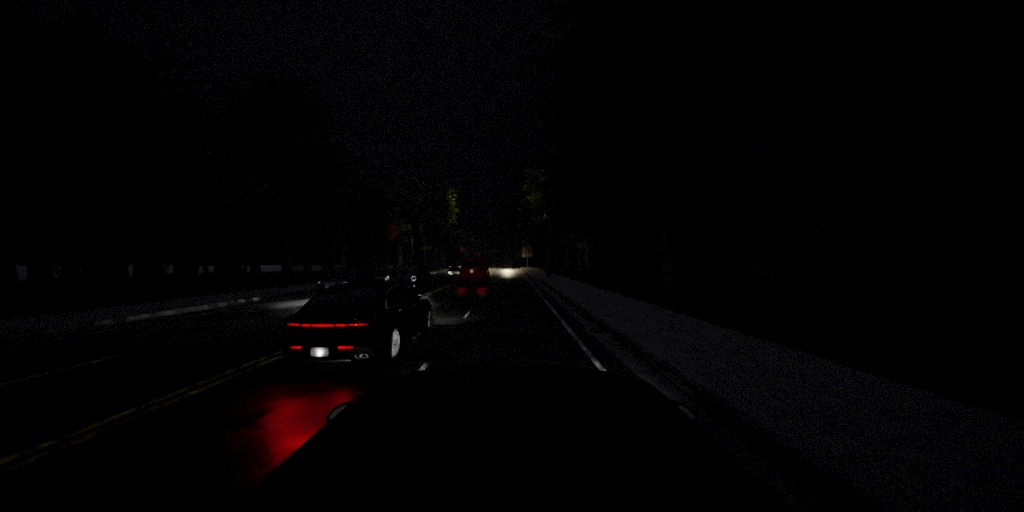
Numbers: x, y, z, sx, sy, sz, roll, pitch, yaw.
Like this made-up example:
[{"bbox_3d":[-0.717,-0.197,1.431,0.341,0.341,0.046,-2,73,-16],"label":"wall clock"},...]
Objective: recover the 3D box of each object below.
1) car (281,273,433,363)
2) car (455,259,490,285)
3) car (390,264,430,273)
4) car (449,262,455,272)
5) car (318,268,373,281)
[{"bbox_3d":[-3.157,1.331,8.313,1.837,1.490,4.892,0,0,0],"label":"car"},{"bbox_3d":[-3.148,1.314,30.723,2.150,2.045,5.566,0,-1,0],"label":"car"},{"bbox_3d":[-6.597,1.348,23.102,2.097,1.767,4.553,0,-1,0],"label":"car"},{"bbox_3d":[-9.782,1.904,63.080,2.097,1.767,4.553,0,-1,1],"label":"car"},{"bbox_3d":[-9.848,1.470,21.616,2.128,1.511,4.902,0,-1,0],"label":"car"}]
